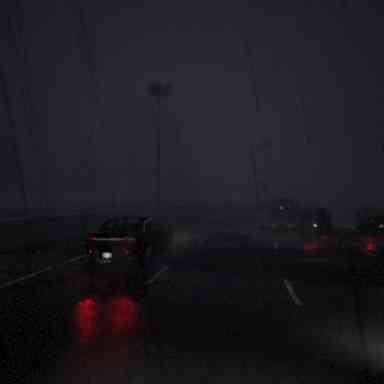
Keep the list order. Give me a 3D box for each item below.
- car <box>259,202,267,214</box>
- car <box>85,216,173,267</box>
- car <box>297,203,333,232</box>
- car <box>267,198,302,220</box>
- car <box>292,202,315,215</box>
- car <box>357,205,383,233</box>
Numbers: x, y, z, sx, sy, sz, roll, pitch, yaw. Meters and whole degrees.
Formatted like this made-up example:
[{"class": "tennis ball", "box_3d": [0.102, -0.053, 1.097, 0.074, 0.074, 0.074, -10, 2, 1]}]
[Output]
[{"class": "car", "box_3d": [9.642, 1.932, 40.737, 1.837, 1.490, 4.892, 0, 0, 28]}, {"class": "car", "box_3d": [-2.002, 1.612, 11.927, 2.128, 1.511, 4.902, 0, -1, 10]}, {"class": "car", "box_3d": [8.145, 1.737, 21.892, 1.837, 1.490, 4.892, -1, -1, 21]}, {"class": "car", "box_3d": [9.332, 1.564, 32.583, 2.150, 2.045, 5.566, 0, -1, 27]}, {"class": "car", "box_3d": [13.880, 2.000, 41.282, 1.994, 1.385, 4.181, 0, -1, 28]}, {"class": "car", "box_3d": [11.426, 1.750, 20.711, 1.812, 1.442, 4.674, 0, -1, 22]}]
